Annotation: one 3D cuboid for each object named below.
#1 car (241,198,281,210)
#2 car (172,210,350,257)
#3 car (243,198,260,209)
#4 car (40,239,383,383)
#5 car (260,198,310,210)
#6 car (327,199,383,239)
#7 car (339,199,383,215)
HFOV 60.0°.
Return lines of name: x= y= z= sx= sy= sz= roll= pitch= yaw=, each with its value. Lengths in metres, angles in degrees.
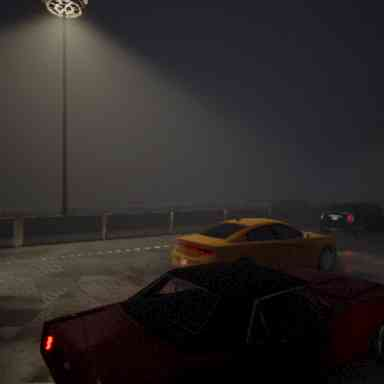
car: x=8.444 y=1.442 z=40.827 sx=4.674 sy=1.442 sz=1.812 roll=0 pitch=0 yaw=-25
car: x=1.877 y=1.459 z=9.058 sx=5.008 sy=1.535 sz=1.882 roll=0 pitch=0 yaw=-33
car: x=8.307 y=1.448 z=36.883 sx=4.674 sy=1.442 sz=1.812 roll=0 pitch=0 yaw=-26
car: x=0.795 y=1.593 z=4.196 sx=4.718 sy=1.301 sz=1.895 roll=0 pitch=0 yaw=-34
car: x=9.695 y=1.429 z=33.668 sx=4.892 sy=1.490 sz=1.837 roll=0 pitch=0 yaw=-26
car: x=8.805 y=1.305 z=17.236 sx=4.553 sy=1.767 sz=2.097 roll=0 pitch=0 yaw=-29
car: x=17.148 y=1.434 z=33.257 sx=4.674 sy=1.442 sz=1.812 roll=0 pitch=0 yaw=-23
